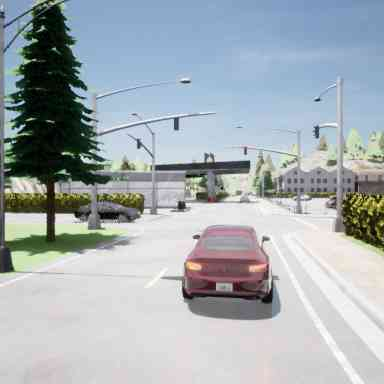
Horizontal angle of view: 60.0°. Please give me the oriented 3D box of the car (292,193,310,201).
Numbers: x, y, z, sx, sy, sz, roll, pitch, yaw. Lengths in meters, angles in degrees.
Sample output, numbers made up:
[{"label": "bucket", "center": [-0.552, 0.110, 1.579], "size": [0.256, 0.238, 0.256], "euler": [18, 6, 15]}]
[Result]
[{"label": "car", "center": [24.846, 1.361, 75.825], "size": [3.806, 1.475, 1.970], "euler": [0, 0, 9]}]

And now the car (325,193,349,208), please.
[{"label": "car", "center": [19.495, 1.330, 41.988], "size": [5.027, 1.636, 2.152], "euler": [0, 0, 9]}]

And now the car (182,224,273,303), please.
[{"label": "car", "center": [0.932, 1.526, 8.188], "size": [1.812, 1.442, 4.674], "euler": [0, 0, 9]}]

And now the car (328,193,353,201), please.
[{"label": "car", "center": [33.225, 1.097, 74.526], "size": [4.605, 1.855, 1.932], "euler": [0, 0, 9]}]

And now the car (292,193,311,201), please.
[{"label": "car", "center": [25.973, 1.077, 79.012], "size": [3.866, 1.878, 1.905], "euler": [0, 0, 9]}]

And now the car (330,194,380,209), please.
[{"label": "car", "center": [19.053, 1.340, 38.882], "size": [4.514, 1.523, 2.007], "euler": [0, 0, 9]}]

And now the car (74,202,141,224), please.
[{"label": "car", "center": [-6.266, 1.492, 24.720], "size": [4.902, 1.511, 2.128], "euler": [0, 0, 7]}]

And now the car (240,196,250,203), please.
[{"label": "car", "center": [10.796, 1.526, 68.022], "size": [1.812, 1.442, 4.674], "euler": [0, 0, 10]}]
